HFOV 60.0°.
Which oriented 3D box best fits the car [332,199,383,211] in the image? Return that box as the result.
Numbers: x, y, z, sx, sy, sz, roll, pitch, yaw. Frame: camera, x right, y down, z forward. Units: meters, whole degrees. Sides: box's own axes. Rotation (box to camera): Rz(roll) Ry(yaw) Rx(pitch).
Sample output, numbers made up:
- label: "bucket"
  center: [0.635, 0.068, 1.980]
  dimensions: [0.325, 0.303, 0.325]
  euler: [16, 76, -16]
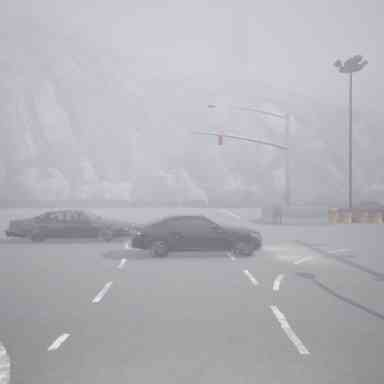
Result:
- label: "car"
  center: [15.597, 1.500, 30.522]
  dimensions: [4.181, 1.385, 1.994]
  euler: [0, 0, -3]

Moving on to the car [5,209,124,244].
- label: "car"
  center: [-5.447, 1.516, 15.217]
  dimensions: [5.357, 1.411, 2.033]
  euler: [0, 0, -3]

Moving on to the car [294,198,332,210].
- label: "car"
  center: [15.308, 1.461, 41.021]
  dimensions: [5.357, 1.411, 2.033]
  euler: [0, 0, -3]

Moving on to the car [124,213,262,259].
- label: "car"
  center: [0.141, 1.502, 12.001]
  dimensions: [4.674, 1.442, 1.812]
  euler: [0, 0, -3]
